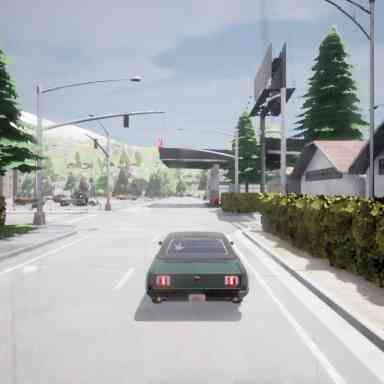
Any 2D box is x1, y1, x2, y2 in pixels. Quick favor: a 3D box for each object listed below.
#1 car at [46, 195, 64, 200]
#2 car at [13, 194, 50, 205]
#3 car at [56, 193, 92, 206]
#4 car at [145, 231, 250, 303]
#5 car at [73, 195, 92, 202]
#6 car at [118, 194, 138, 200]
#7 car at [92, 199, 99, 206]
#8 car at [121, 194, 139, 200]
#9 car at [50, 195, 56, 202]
[{"bbox_3d":[-35.046,1.384,84.953,3.806,1.475,1.970,0,0,0],"label":"car"},{"bbox_3d":[-24.628,1.097,50.565,4.605,1.855,1.932,0,0,0],"label":"car"},{"bbox_3d":[-16.743,1.077,47.319,3.866,1.878,1.905,0,0,0],"label":"car"},{"bbox_3d":[0.100,1.601,8.130,1.895,1.301,4.718,0,0,0],"label":"car"},{"bbox_3d":[-23.992,1.319,73.018,3.633,1.501,1.845,0,0,0],"label":"car"},{"bbox_3d":[-16.380,1.330,84.904,5.027,1.636,2.152,0,0,0],"label":"car"},{"bbox_3d":[-16.149,1.361,50.647,3.806,1.475,1.970,0,0,0],"label":"car"},{"bbox_3d":[-16.449,1.339,88.040,4.514,1.523,2.007,0,0,0],"label":"car"},{"bbox_3d":[-23.982,1.298,63.025,4.514,1.523,2.007,0,0,0],"label":"car"}]
